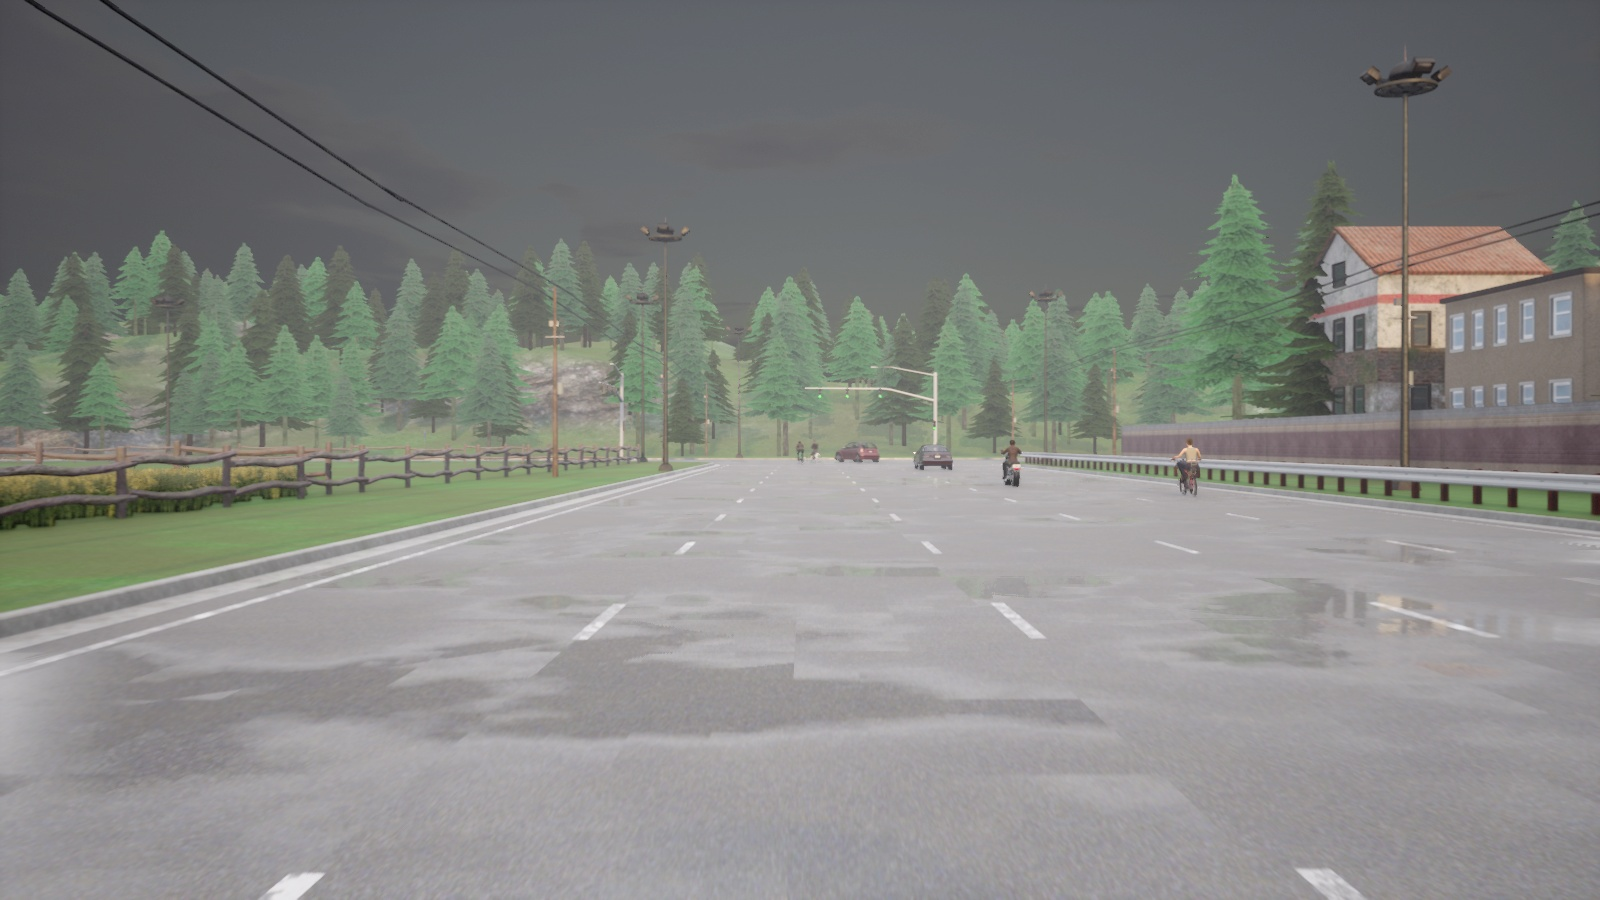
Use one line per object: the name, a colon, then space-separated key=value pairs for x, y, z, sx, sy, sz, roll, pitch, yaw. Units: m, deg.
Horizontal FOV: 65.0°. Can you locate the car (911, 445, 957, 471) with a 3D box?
car: x=7.416 y=0.405 z=70.099 sx=2.033 sy=1.411 sz=5.357 roll=0 pitch=0 yaw=0

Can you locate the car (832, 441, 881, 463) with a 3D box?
car: x=4.242 y=0.115 z=94.588 sx=1.851 sy=1.617 sz=3.988 roll=0 pitch=0 yaw=-30

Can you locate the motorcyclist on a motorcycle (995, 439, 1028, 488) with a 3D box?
motorcyclist on a motorcycle: x=7.262 y=0.459 z=43.241 sx=0.766 sy=1.649 sz=2.350 roll=0 pitch=0 yaw=0

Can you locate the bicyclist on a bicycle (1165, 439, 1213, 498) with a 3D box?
bicyclist on a bicycle: x=10.709 y=0.496 z=34.641 sx=0.866 sy=1.612 sz=1.509 roll=0 pitch=0 yaw=1
